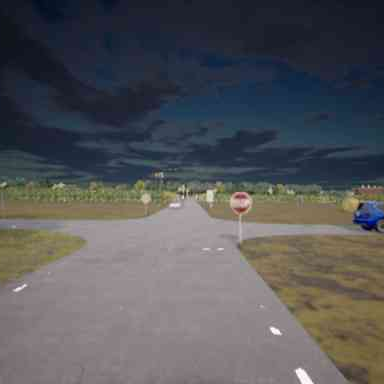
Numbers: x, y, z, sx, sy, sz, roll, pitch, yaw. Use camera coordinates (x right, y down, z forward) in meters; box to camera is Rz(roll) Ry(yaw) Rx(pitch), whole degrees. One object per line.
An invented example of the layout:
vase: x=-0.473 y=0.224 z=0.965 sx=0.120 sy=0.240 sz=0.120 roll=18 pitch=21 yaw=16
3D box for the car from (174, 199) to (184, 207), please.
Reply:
car: x=-2.743 y=2.309 z=71.648 sx=2.128 sy=1.511 sz=4.902 roll=0 pitch=-1 yaw=0

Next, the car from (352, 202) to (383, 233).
car: x=13.934 y=1.701 z=22.629 sx=5.566 sy=2.045 sz=2.150 roll=1 pitch=0 yaw=0

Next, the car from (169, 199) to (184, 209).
car: x=-2.800 y=2.200 z=55.810 sx=1.895 sy=1.301 sz=4.718 roll=0 pitch=-1 yaw=0
